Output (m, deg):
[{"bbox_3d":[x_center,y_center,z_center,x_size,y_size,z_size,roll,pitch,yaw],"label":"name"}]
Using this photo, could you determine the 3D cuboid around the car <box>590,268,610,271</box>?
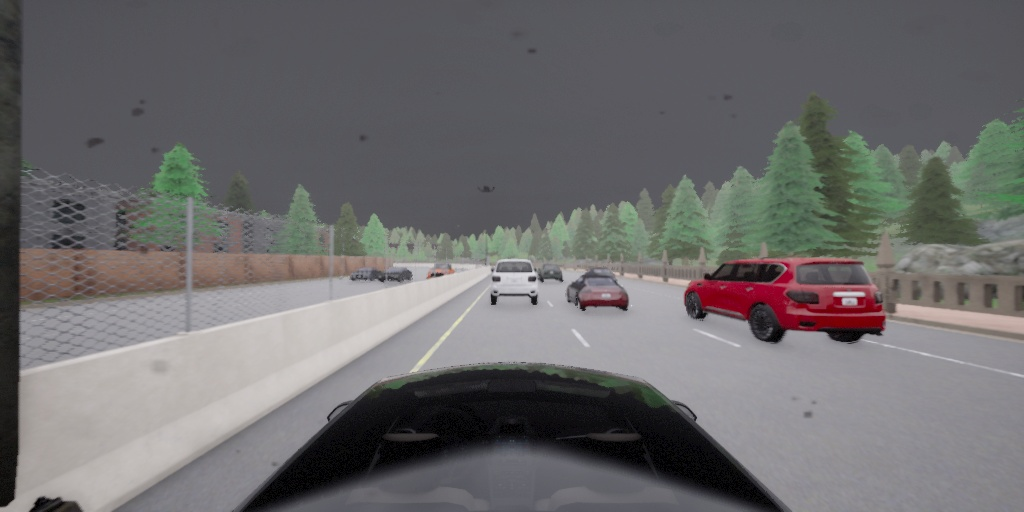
[{"bbox_3d":[7.095,1.672,29.566,2.033,1.411,5.357,0,-1,0],"label":"car"}]

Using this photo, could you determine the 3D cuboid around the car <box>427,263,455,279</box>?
[{"bbox_3d":[-7.099,1.565,36.301,2.097,1.767,4.553,0,-1,0],"label":"car"}]

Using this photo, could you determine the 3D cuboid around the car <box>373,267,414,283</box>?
[{"bbox_3d":[-10.605,1.718,33.183,2.033,1.411,5.357,0,-1,0],"label":"car"}]

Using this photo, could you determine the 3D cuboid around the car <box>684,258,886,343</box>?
[{"bbox_3d":[7.098,1.087,10.218,2.150,2.045,5.566,0,-1,0],"label":"car"}]

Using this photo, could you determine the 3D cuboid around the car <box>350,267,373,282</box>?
[{"bbox_3d":[-14.101,1.760,35.095,1.994,1.385,4.181,0,-1,0],"label":"car"}]

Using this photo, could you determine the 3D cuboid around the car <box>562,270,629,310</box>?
[{"bbox_3d":[3.597,1.502,15.691,1.994,1.385,4.181,0,-1,0],"label":"car"}]

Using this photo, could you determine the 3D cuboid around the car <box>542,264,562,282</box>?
[{"bbox_3d":[3.595,1.544,34.636,2.097,1.767,4.553,0,-1,0],"label":"car"}]

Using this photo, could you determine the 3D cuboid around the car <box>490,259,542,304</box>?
[{"bbox_3d":[0.096,1.190,18.006,2.150,2.045,5.566,0,-1,0],"label":"car"}]
